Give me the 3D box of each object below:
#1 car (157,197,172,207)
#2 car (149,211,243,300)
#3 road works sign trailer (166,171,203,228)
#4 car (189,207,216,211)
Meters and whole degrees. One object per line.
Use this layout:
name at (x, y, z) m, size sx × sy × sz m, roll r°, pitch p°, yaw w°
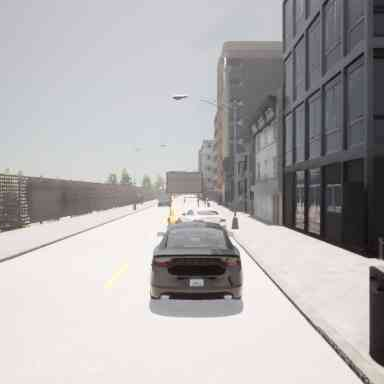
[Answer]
car at (-4.074, 1.504, 49.893) m, size 1.837 × 1.490 × 4.892 m, roll 0°, pitch 0°, yaw 0°
car at (0.087, 1.478, 8.448) m, size 1.882 × 1.535 × 5.008 m, roll 0°, pitch 0°, yaw 0°
road works sign trailer at (-0.513, 0.464, 21.272) m, size 2.380 × 3.560 × 2.880 m, roll 0°, pitch 0°, yaw -16°
car at (0.523, 1.539, 17.795) m, size 1.812 × 1.442 × 4.674 m, roll 0°, pitch -1°, yaw -11°
